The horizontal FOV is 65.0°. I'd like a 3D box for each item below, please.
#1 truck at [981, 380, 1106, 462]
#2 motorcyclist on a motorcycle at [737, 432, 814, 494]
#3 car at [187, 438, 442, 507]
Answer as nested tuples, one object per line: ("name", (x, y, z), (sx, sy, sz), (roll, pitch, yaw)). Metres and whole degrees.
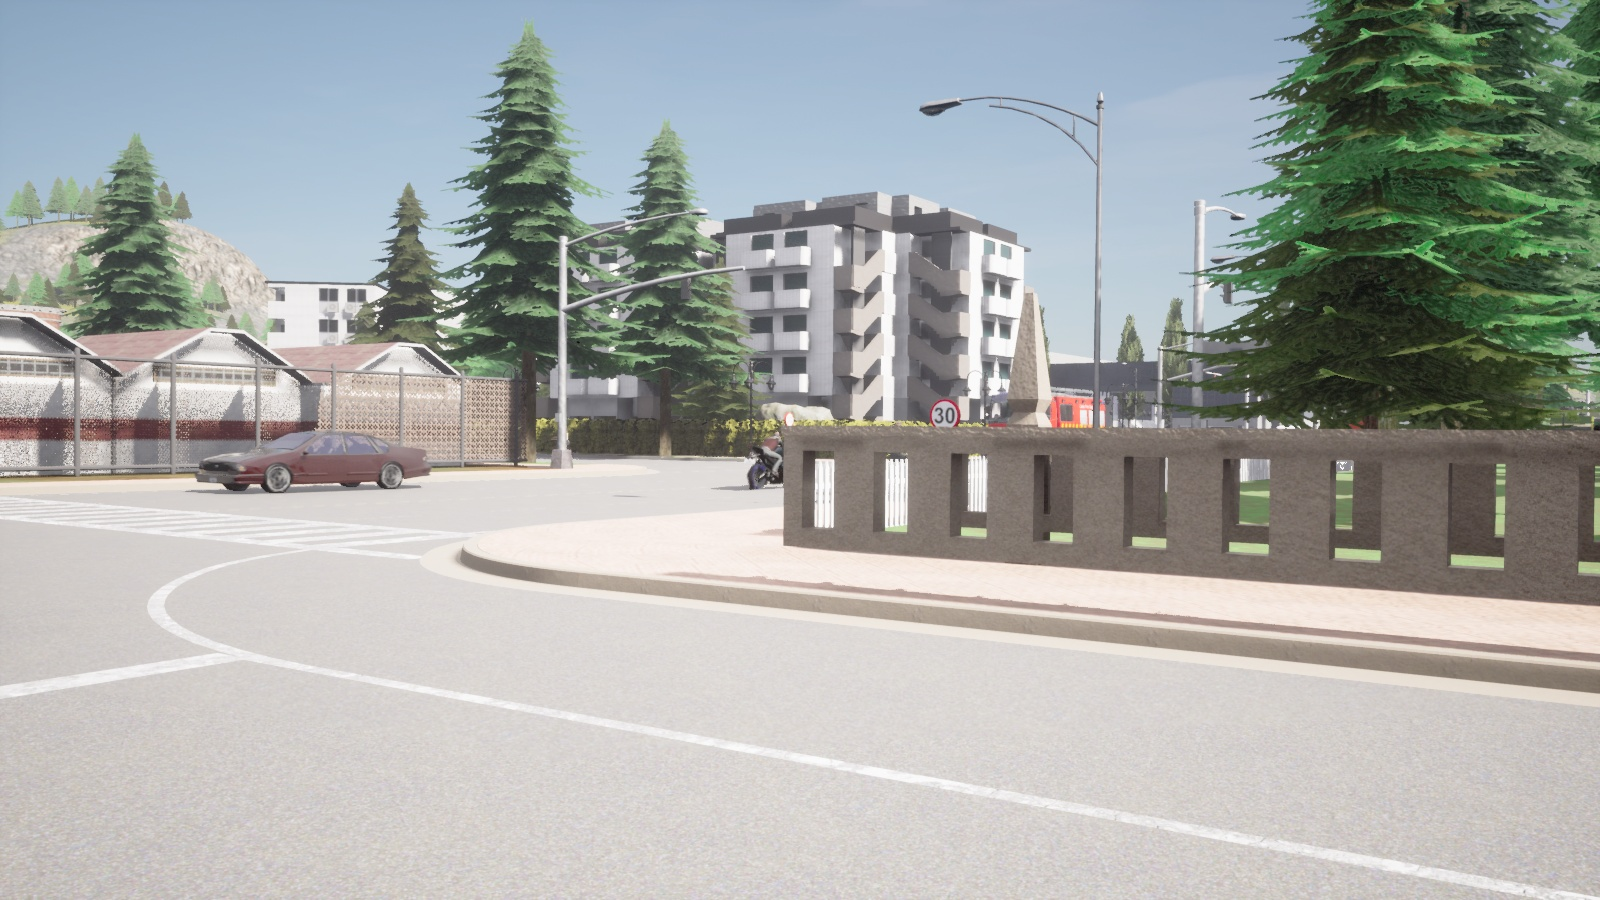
("truck", (12.350, -1.421, 63.096), (2.891, 3.827, 8.468), (0, 1, 35))
("motorcyclist on a motorcycle", (-0.619, 0.316, 32.719), (0.866, 1.530, 2.191), (0, 1, 35))
("car", (-11.328, 0.459, 29.719), (2.033, 1.411, 5.357), (0, 1, 35))
